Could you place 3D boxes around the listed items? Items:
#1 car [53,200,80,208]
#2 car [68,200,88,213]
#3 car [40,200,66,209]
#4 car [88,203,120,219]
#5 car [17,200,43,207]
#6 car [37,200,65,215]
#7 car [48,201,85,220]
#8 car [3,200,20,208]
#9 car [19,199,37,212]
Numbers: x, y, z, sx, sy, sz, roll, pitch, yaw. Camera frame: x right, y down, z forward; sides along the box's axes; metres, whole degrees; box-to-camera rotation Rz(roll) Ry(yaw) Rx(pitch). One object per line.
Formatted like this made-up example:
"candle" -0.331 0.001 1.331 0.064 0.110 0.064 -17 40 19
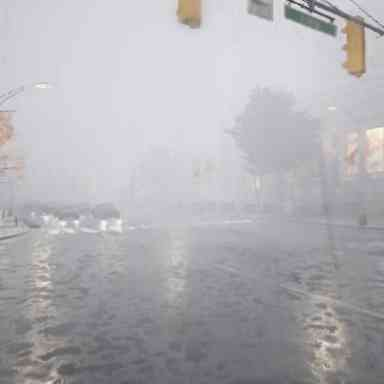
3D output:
"car" -24.193 2.274 64.103 4.902 1.511 2.128 -1 -1 31
"car" -13.757 2.049 41.920 2.033 1.411 5.357 0 -1 -31
"car" -25.476 2.233 60.780 5.008 1.535 1.882 -1 -1 34
"car" -8.737 1.895 33.567 1.837 1.490 4.892 0 -1 -31
"car" -33.465 2.318 68.645 4.892 1.490 1.837 0 -1 16
"car" -17.604 1.995 41.432 1.882 1.535 5.008 0 -1 -32
"car" -12.616 1.955 33.264 2.033 1.411 5.357 0 -1 -31
"car" -34.683 2.278 65.364 5.008 1.535 1.882 0 -1 16
"car" -23.677 2.138 49.689 1.837 1.490 4.892 0 -1 -44
